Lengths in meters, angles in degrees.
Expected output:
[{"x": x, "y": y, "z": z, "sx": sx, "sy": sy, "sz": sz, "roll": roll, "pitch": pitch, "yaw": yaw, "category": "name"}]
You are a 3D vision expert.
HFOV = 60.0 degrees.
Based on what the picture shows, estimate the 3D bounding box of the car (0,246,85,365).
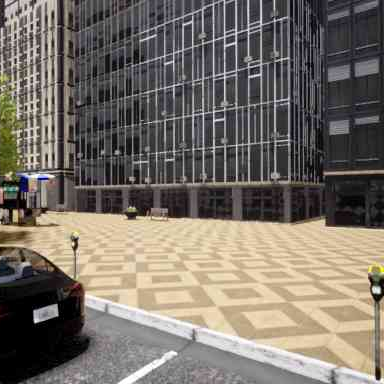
[{"x": -3.531, "y": 1.566, "z": 5.406, "sx": 4.313, "sy": 1.339, "sz": 1.947, "roll": 0, "pitch": 0, "yaw": 36, "category": "car"}]
